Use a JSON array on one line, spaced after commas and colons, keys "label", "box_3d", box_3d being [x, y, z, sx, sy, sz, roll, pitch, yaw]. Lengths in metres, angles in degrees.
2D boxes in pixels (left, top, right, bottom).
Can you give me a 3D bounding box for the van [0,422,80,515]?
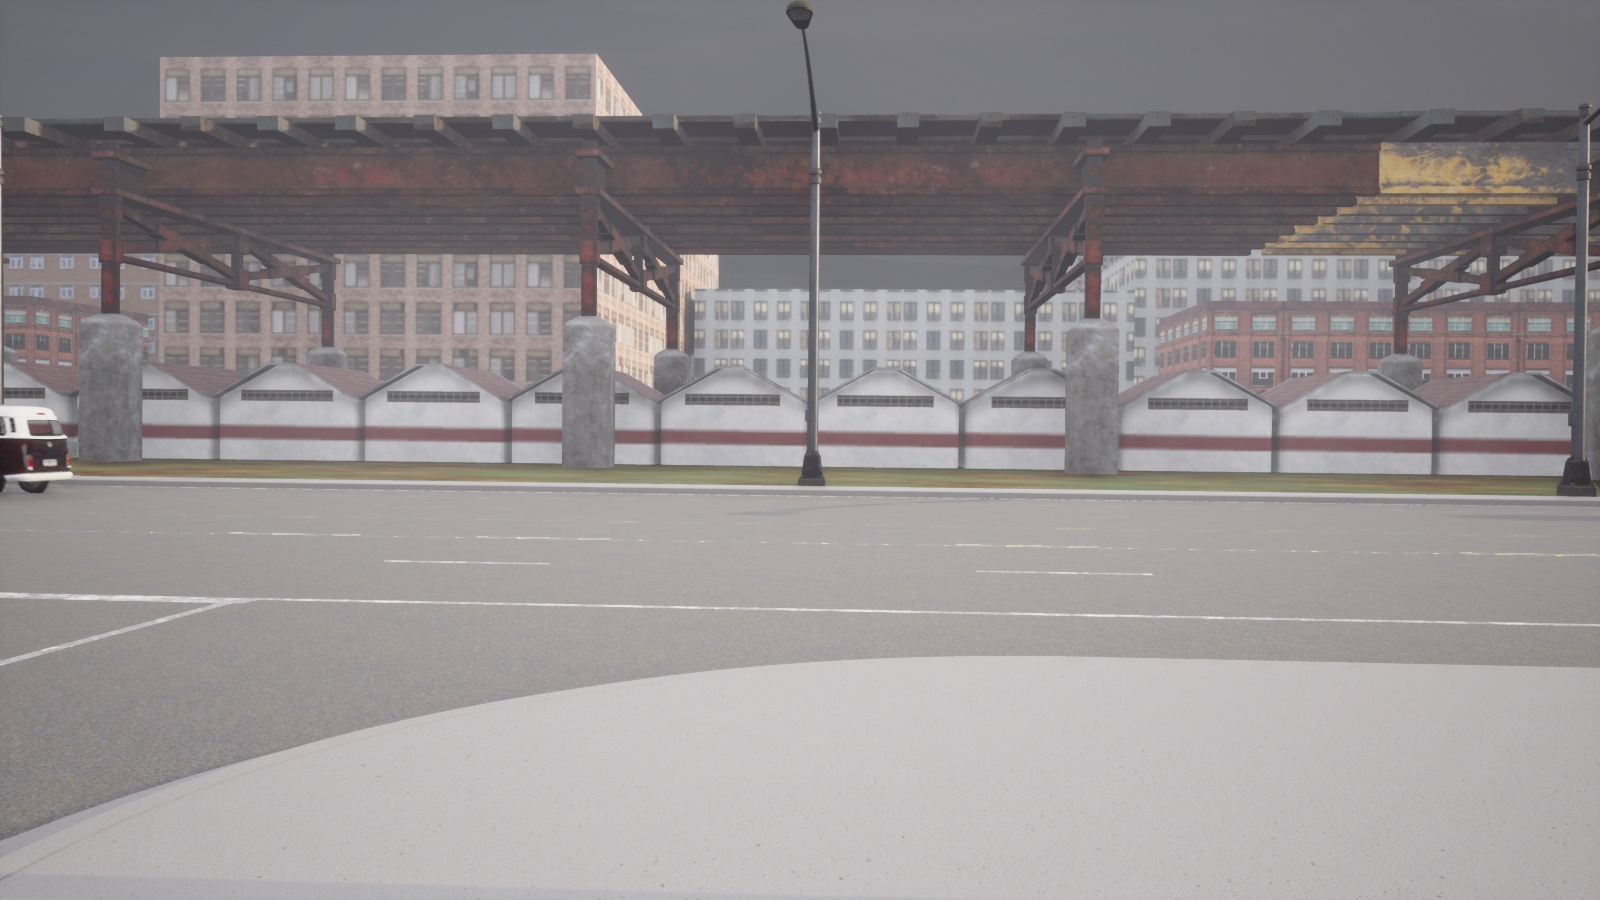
[{"label": "van", "box_3d": [-19.283, 0.415, 28.703, 4.480, 2.038, 2.069, -1, 1, 4]}]
